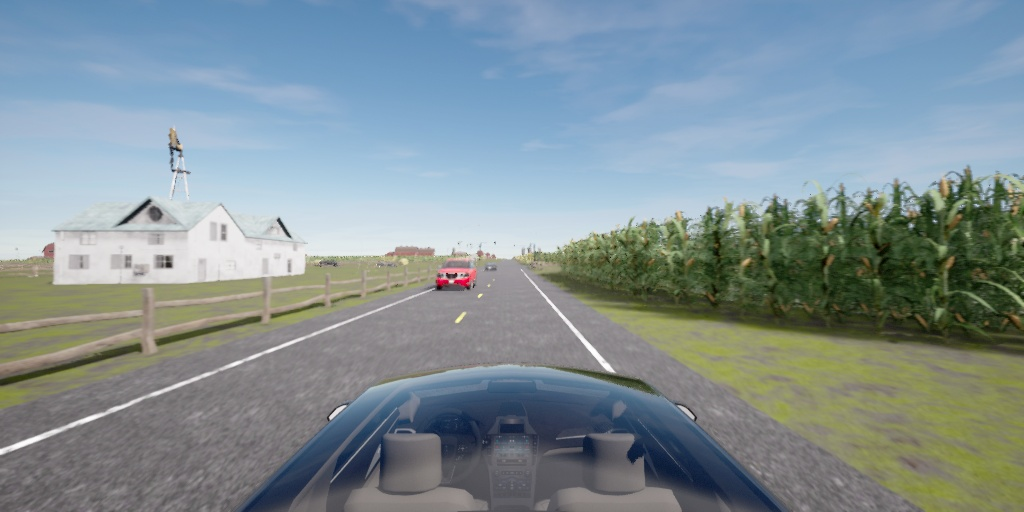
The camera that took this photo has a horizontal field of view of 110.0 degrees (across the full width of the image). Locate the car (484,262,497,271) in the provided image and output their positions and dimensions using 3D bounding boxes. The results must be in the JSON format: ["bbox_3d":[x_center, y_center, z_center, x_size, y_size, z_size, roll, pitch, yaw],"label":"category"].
[{"bbox_3d":[-3.510,1.748,59.748,2.128,1.511,4.902,0,0,1],"label":"car"}]

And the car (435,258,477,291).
[{"bbox_3d":[-3.593,1.180,24.022,2.150,2.045,5.566,0,-1,0],"label":"car"}]
